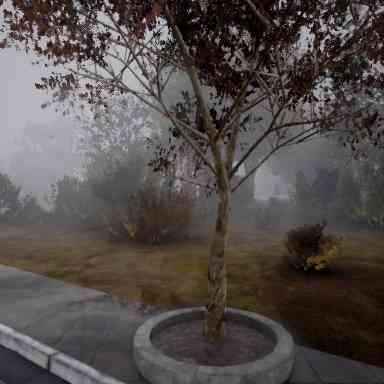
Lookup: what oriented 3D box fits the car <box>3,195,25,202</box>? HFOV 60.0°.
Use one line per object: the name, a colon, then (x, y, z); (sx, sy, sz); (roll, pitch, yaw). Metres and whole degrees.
car: (-22.616, 1.175, 43.304); (1.837, 1.490, 4.892); (1, 0, 32)
